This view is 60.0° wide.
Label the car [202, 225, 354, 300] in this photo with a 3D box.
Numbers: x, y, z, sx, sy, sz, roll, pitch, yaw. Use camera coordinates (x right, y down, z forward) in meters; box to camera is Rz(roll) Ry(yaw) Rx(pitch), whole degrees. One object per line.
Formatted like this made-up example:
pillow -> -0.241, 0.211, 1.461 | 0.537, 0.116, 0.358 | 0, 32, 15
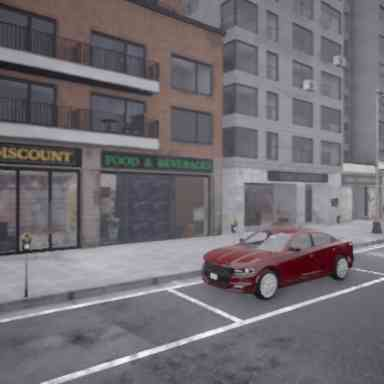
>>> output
car -> 2.297, 1.559, 8.408 | 4.507, 1.381, 1.887 | 0, 0, -36
